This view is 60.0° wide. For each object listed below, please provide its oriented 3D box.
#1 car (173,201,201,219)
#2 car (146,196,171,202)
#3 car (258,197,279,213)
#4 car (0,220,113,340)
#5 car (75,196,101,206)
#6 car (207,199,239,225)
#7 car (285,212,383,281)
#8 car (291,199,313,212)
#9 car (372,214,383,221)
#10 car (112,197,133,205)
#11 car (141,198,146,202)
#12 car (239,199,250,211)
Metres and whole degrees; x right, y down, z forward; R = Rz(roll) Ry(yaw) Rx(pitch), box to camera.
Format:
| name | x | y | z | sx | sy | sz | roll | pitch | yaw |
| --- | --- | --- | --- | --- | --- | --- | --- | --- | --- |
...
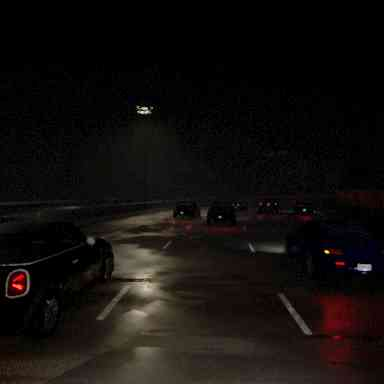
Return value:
| name | x | y | z | sx | sy | sz | roll | pitch | yaw |
| --- | --- | --- | --- | --- | --- | --- | --- | --- | --- |
| car | -0.379 | 1.515 | 29.454 | 1.812 | 1.442 | 4.674 | 0 | 0 | 11 |
| car | -5.022 | 1.450 | 53.139 | 1.882 | 1.535 | 5.008 | 0 | 0 | 20 |
| car | 8.433 | 1.356 | 36.486 | 2.097 | 1.767 | 4.553 | 0 | 0 | 14 |
| car | -3.128 | 1.344 | 6.738 | 2.097 | 1.767 | 4.553 | 0 | 0 | 2 |
| car | -16.298 | 1.442 | 52.398 | 2.128 | 1.511 | 4.902 | 0 | 0 | 18 |
| car | 2.233 | 1.474 | 24.166 | 1.882 | 1.535 | 5.008 | 0 | 0 | 9 |
| car | 4.043 | 1.530 | 9.779 | 1.812 | 1.442 | 4.674 | 0 | 0 | 4 |
| car | 11.670 | 1.515 | 35.117 | 1.837 | 1.490 | 4.892 | 0 | 0 | 14 |
| car | 7.776 | 1.536 | 12.642 | 1.812 | 1.442 | 4.674 | 0 | 0 | 5 |
| car | -11.560 | 1.523 | 55.618 | 1.994 | 1.385 | 4.181 | 0 | 0 | 19 |
| car | -7.179 | 1.530 | 57.464 | 1.994 | 1.385 | 4.181 | 0 | 0 | 20 |
| car | 6.051 | 1.545 | 41.241 | 2.033 | 1.411 | 5.357 | 0 | 0 | 16 |
